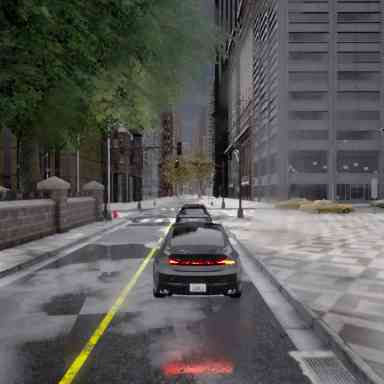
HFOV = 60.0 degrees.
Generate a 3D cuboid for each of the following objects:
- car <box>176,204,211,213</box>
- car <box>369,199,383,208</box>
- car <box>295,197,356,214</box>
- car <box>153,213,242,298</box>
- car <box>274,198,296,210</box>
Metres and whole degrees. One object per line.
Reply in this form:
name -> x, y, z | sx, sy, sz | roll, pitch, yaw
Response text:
car -> 0.098, 1.441, 18.651 | 2.033, 1.649, 4.856 | 0, 0, 1
car -> 23.445, 1.145, 39.043 | 4.829, 1.417, 1.752 | -1, 1, 0
car -> 12.407, 1.342, 30.579 | 4.829, 1.417, 1.752 | -1, 1, 0
car -> 0.113, 1.508, 8.521 | 1.837, 1.490, 4.892 | 0, 0, 0
car -> 12.104, 1.330, 39.106 | 4.829, 1.417, 1.752 | -1, 1, 0
